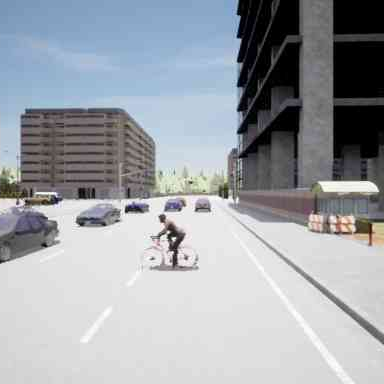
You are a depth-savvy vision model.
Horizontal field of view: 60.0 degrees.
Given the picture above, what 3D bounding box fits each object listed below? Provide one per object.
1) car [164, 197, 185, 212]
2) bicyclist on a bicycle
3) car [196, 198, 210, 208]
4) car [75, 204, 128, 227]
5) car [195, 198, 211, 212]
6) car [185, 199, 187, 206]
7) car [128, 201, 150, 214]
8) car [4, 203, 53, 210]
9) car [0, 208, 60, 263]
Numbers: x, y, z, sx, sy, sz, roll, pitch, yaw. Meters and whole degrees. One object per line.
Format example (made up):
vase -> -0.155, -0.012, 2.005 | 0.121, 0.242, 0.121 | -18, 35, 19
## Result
car -> -2.187, 1.526, 39.390 | 1.812, 1.442, 4.674 | 0, 0, 2
bicyclist on a bicycle -> -0.670, 1.451, 9.612 | 1.656, 1.620, 0.582 | -2, 0, 2
car -> 1.610, 1.564, 49.210 | 1.994, 1.385, 4.181 | 0, 0, 2
car -> -6.331, 1.547, 23.256 | 2.033, 1.411, 5.357 | 0, 0, 2
car -> 1.296, 1.547, 38.886 | 2.033, 1.411, 5.357 | 0, 0, 3
car -> -1.850, 1.526, 50.466 | 1.812, 1.442, 4.674 | 0, 0, 2
car -> -5.900, 1.601, 36.016 | 1.895, 1.301, 4.718 | 0, 0, 2
car -> -10.002, 1.564, 18.957 | 1.994, 1.385, 4.181 | 0, 0, 2
car -> -6.745, 1.548, 12.232 | 2.033, 1.411, 5.357 | 0, 0, 2
